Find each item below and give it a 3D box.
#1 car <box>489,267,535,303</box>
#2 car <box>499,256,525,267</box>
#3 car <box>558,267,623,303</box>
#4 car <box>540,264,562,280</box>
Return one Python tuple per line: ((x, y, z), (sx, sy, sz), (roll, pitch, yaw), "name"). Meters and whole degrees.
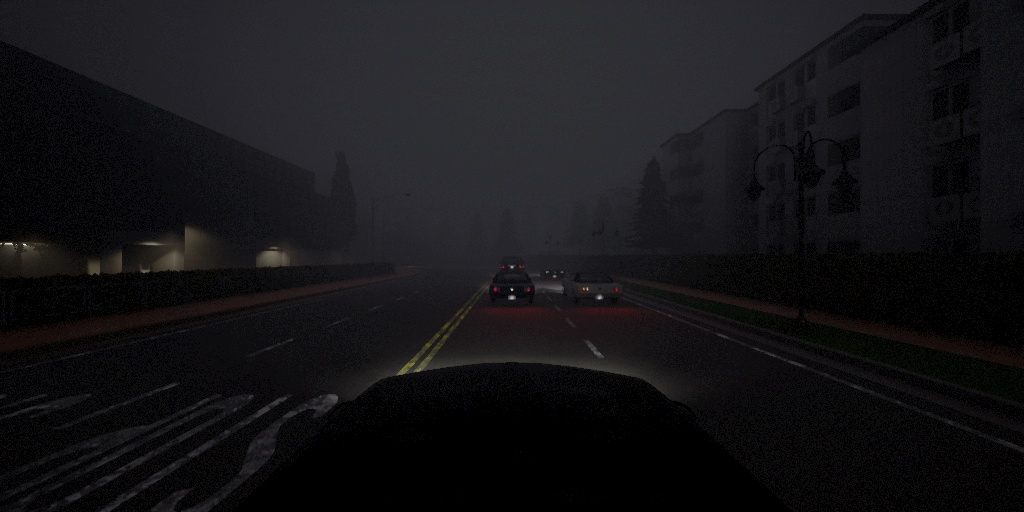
((0.000, 1.366, 16.530), (1.895, 1.301, 4.718), (0, 0, 0), "car")
((0.000, 1.008, 31.530), (2.150, 2.045, 5.566), (0, 0, 0), "car")
((3.500, 1.366, 16.530), (1.895, 1.301, 4.718), (0, 0, 0), "car")
((3.500, 1.366, 31.530), (1.895, 1.301, 4.718), (0, 0, 0), "car")
